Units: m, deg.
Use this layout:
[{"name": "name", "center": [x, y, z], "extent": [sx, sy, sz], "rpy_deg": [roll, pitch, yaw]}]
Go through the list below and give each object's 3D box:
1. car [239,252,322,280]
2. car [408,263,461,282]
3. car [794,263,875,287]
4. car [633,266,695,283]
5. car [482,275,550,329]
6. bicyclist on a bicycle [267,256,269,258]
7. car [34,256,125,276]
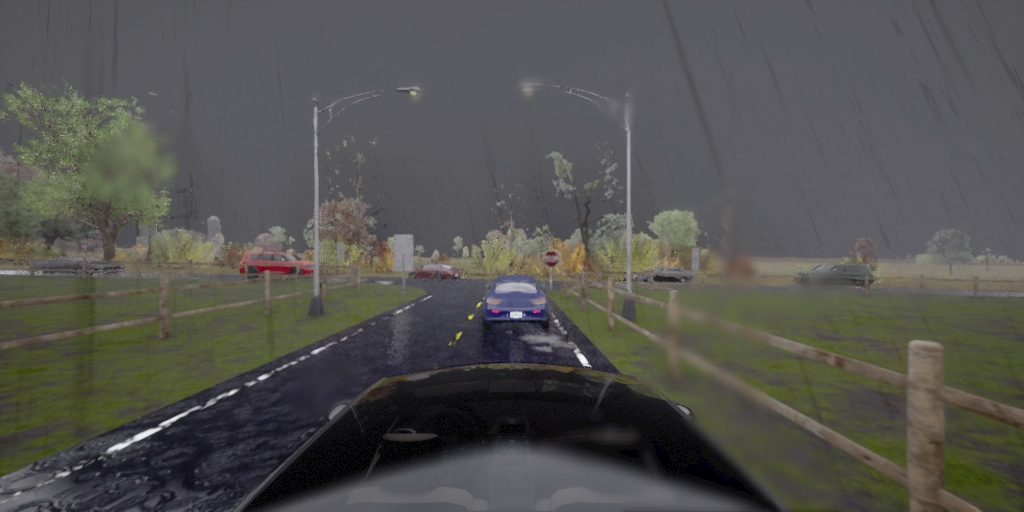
[{"name": "car", "center": [-17.601, 0.724, 27.402], "extent": [5.566, 2.045, 2.150], "rpy_deg": [1, 1, 0]}, {"name": "car", "center": [-6.274, 1.261, 28.942], "extent": [4.674, 1.442, 1.812], "rpy_deg": [2, 0, 31]}, {"name": "car", "center": [27.186, 1.656, 30.312], "extent": [5.566, 2.045, 2.150], "rpy_deg": [1, 1, 0]}, {"name": "car", "center": [12.797, 1.618, 30.328], "extent": [4.902, 1.511, 2.128], "rpy_deg": [1, 1, 0]}, {"name": "car", "center": [0.106, 1.306, 11.219], "extent": [1.812, 1.442, 4.674], "rpy_deg": [0, 0, 0]}, {"name": "bicyclist on a bicycle", "center": [-22.594, 0.809, 33.398], "extent": [0.582, 1.620, 1.656], "rpy_deg": [1, 0, 0]}, {"name": "car", "center": [-33.098, 0.712, 27.426], "extent": [5.357, 1.411, 2.033], "rpy_deg": [1, 1, 0]}]
